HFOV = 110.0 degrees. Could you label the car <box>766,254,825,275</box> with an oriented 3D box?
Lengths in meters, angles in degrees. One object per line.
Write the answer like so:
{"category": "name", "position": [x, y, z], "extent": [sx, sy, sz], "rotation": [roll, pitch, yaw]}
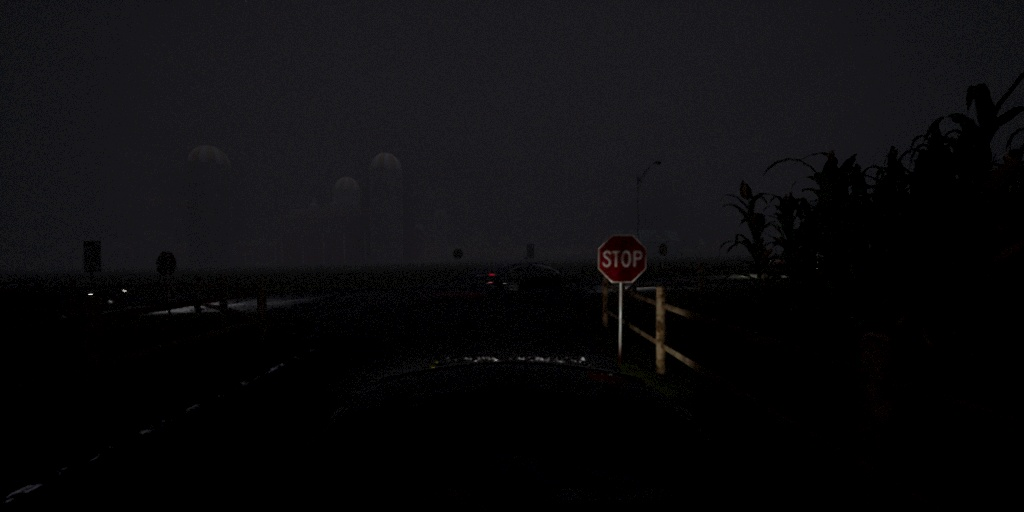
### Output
{"category": "car", "position": [20.398, 0.408, 25.350], "extent": [4.553, 1.767, 2.097], "rotation": [-1, 2, -14]}

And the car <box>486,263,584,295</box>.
{"category": "car", "position": [1.172, 1.088, 18.124], "extent": [4.902, 1.511, 2.128], "rotation": [-1, 1, -12]}

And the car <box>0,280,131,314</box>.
{"category": "car", "position": [-18.786, 1.625, 14.475], "extent": [4.718, 1.301, 1.895], "rotation": [-1, 2, -9]}
